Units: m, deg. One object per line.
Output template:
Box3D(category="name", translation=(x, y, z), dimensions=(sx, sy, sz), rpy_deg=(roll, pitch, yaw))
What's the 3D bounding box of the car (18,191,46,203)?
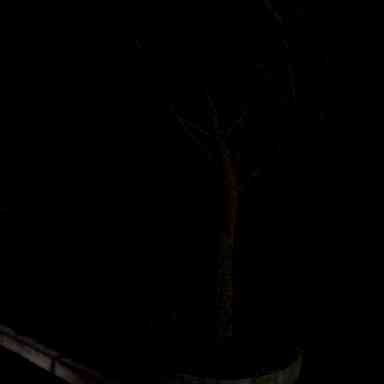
Box3D(category="car", translation=(-20.051, 0.922, 40.744), dimensions=(2.150, 2.045, 5.566), rpy_deg=(1, 0, 32))
